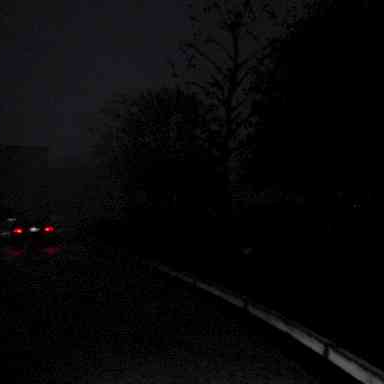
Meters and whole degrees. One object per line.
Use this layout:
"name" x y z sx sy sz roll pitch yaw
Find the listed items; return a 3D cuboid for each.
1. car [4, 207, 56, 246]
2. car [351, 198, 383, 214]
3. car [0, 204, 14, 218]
"car" -7.766 1.672 16.365 2.033 1.411 5.357 -1 0 -25
"car" 17.229 1.245 30.873 5.357 1.411 2.033 -1 0 -15
"car" -19.691 1.810 32.910 5.008 1.535 1.882 -1 -1 -2
